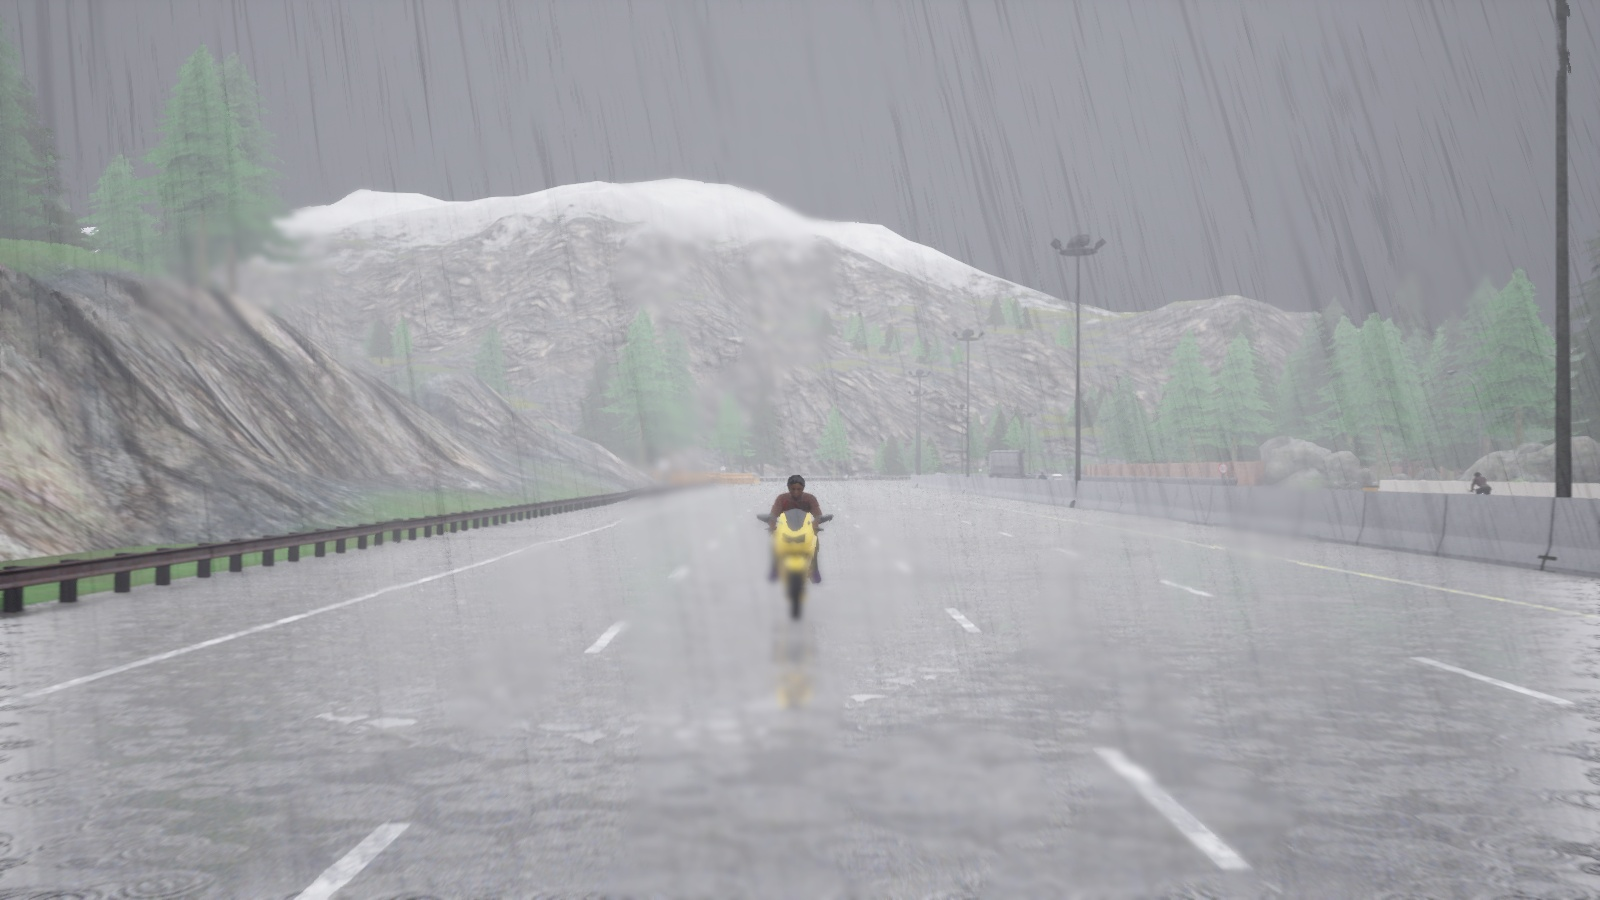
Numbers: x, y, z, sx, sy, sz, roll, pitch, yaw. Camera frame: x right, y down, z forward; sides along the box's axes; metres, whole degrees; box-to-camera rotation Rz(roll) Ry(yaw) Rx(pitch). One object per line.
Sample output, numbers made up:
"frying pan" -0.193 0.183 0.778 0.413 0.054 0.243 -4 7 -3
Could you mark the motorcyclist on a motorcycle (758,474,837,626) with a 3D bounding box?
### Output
"motorcyclist on a motorcycle" -0.033 1.027 13.722 0.797 1.523 2.044 0 -1 0
